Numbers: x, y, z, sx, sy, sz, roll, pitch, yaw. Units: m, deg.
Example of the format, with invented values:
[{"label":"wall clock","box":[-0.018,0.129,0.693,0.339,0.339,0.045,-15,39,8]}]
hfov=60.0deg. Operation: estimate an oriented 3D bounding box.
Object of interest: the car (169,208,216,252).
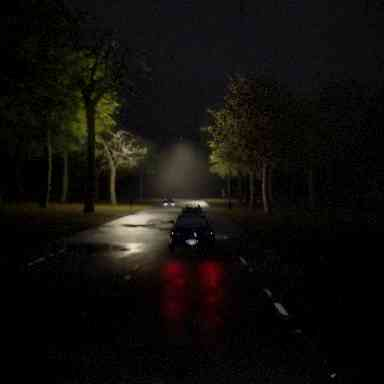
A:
[{"label":"car","box":[0.005,1.654,14.376,1.812,1.442,4.674,0,0,0]}]

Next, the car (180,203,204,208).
[{"label":"car","box":[0.005,1.739,29.296,2.128,1.511,4.902,0,0,0]}]

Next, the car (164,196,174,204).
[{"label":"car","box":[-4.989,1.616,72.461,2.097,1.767,4.553,0,0,-7]}]
